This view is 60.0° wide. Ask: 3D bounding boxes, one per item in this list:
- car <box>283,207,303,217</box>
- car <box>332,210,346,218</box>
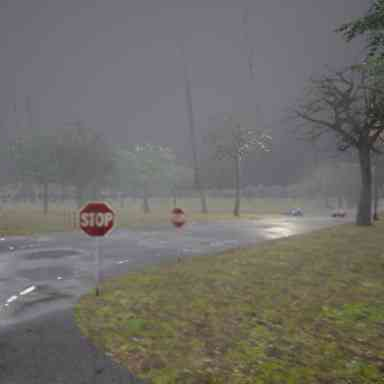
[{"bbox_3d":[17.327,3.366,57.044,2.097,1.767,4.553,0,-2,36],"label":"car"},{"bbox_3d":[25.871,3.810,58.453,1.895,1.301,4.718,0,-1,29],"label":"car"}]
